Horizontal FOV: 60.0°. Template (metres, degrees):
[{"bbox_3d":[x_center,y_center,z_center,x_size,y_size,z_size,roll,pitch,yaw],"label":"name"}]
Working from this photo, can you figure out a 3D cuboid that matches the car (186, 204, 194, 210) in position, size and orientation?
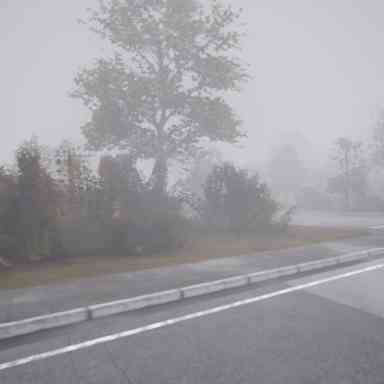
[{"bbox_3d":[-1.319,2.118,53.124,4.902,1.511,2.128,-1,-1,40],"label":"car"}]
